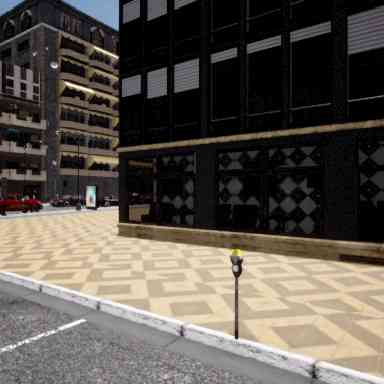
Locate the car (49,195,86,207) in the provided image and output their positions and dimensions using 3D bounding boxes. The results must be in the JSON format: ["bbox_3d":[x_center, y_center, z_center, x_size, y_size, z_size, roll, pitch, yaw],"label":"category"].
[{"bbox_3d":[-14.674,1.082,40.265,1.994,1.385,4.181,0,1,35],"label":"car"}]

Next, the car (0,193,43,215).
[{"bbox_3d":[-15.620,1.029,28.805,2.192,1.841,5.009,1,2,35],"label":"car"}]

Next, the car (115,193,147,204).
[{"bbox_3d":[-8.869,0.853,48.509,1.812,1.442,4.674,0,1,35],"label":"car"}]

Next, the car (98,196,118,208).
[{"bbox_3d":[-9.247,1.072,37.891,1.947,1.339,4.313,1,2,35],"label":"car"}]

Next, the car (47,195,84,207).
[{"bbox_3d":[-16.141,1.074,42.654,1.802,1.307,4.206,1,2,35],"label":"car"}]
